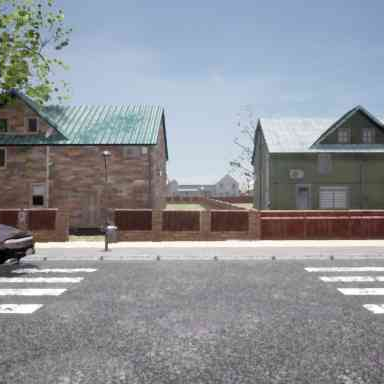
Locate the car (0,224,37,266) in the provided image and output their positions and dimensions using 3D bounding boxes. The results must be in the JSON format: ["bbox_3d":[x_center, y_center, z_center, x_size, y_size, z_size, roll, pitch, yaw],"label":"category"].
[{"bbox_3d":[-7.310,1.646,10.044,4.902,1.511,2.128,-1,-1,1],"label":"car"}]
